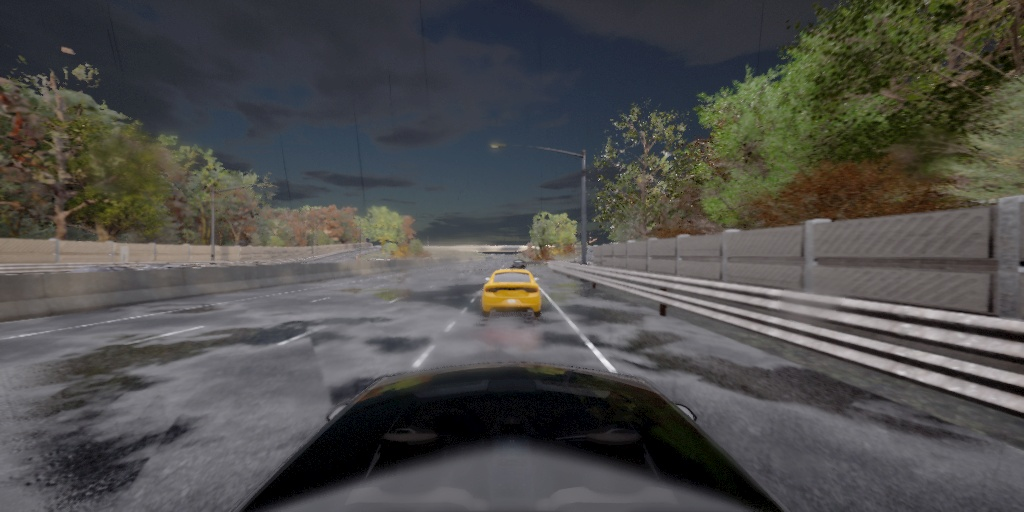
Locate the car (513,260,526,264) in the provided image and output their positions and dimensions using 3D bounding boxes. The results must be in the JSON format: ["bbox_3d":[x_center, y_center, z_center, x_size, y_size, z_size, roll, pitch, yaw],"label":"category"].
[{"bbox_3d":[1.169,1.300,55.927,1.812,1.442,4.674,0,0,9],"label":"car"}]

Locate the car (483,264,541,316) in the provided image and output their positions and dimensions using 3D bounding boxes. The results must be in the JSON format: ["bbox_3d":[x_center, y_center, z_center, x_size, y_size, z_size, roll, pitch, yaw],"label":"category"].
[{"bbox_3d":[0.002,1.226,13.315,1.882,1.535,5.008,0,0,0],"label":"car"}]

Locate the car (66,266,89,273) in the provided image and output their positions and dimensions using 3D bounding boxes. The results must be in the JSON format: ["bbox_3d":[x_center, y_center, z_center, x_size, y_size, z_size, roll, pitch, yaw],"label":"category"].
[{"bbox_3d":[-24.590,1.300,21.341,2.033,1.411,5.357,0,0,0],"label":"car"}]

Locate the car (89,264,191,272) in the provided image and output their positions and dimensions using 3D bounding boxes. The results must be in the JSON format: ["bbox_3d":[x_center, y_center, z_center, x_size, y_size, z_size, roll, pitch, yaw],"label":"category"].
[{"bbox_3d":[-21.088,1.245,21.342,2.128,1.511,4.902,0,0,0],"label":"car"}]
